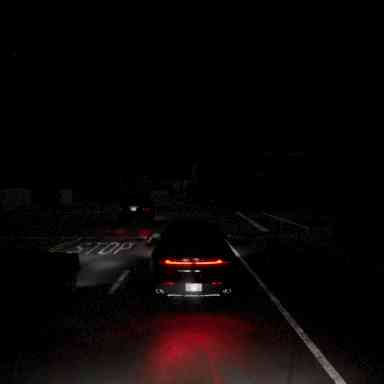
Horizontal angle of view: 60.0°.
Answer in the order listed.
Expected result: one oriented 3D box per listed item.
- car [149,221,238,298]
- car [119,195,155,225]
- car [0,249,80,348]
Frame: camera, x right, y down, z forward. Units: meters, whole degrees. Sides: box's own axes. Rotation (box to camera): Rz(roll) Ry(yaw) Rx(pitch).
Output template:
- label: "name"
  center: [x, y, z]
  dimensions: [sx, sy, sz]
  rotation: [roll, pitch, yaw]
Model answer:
- label: "car"
  center: [0.000, 1.505, 8.526]
  dimensions: [1.837, 1.490, 4.892]
  rotation: [0, 0, -1]
- label: "car"
  center: [-3.987, 1.244, 24.636]
  dimensions: [2.150, 2.045, 5.566]
  rotation: [0, 0, -3]
- label: "car"
  center: [-3.449, 1.601, 5.502]
  dimensions: [1.895, 1.301, 4.718]
  rotation: [0, 0, -1]
